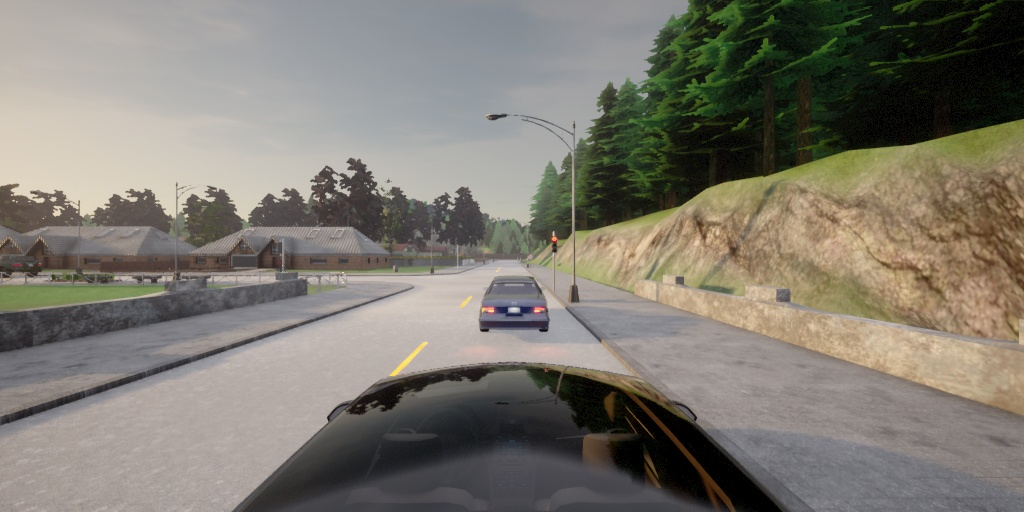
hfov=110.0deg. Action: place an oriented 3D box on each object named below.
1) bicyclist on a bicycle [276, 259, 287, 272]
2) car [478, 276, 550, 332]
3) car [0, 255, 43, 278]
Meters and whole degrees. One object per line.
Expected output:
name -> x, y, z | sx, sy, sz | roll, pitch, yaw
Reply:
bicyclist on a bicycle -> -24.167, 1.099, 37.589 | 0.582, 1.620, 1.656 | 0, 0, 0
car -> 0.062, 1.297, 10.811 | 2.033, 1.411, 5.357 | 0, 0, 0
car -> -47.379, 0.971, 33.336 | 5.566, 2.045, 2.150 | 0, 0, 1
